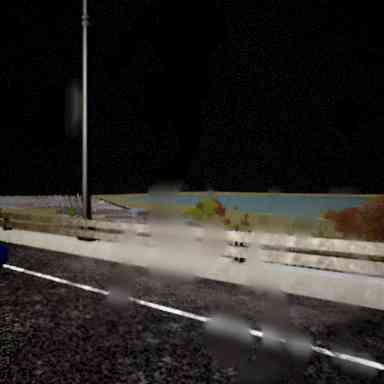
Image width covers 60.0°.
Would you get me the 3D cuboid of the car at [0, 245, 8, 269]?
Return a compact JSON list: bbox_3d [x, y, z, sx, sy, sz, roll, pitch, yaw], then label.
[{"bbox_3d":[-7.069,1.591,9.094,4.718,1.301,1.895,0,0,36],"label":"car"}]
